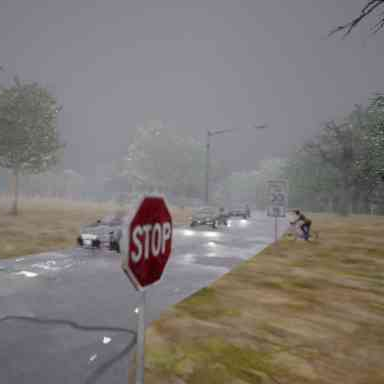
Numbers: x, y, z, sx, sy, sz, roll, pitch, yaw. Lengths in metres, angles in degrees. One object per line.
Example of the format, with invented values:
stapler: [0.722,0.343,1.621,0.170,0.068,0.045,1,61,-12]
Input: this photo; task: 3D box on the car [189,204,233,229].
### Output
car: [1.286,1.707,23.712,1.837,1.490,4.892,2,0,20]

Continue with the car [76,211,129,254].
car: [-2.735,1.569,14.160,2.128,1.511,4.902,2,0,24]

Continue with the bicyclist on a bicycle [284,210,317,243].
bicyclist on a bicycle: [5.492,1.742,16.875,1.656,1.620,0.582,0,-1,23]

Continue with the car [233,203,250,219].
car: [4.745,1.852,33.484,1.837,1.490,4.892,2,-1,18]
